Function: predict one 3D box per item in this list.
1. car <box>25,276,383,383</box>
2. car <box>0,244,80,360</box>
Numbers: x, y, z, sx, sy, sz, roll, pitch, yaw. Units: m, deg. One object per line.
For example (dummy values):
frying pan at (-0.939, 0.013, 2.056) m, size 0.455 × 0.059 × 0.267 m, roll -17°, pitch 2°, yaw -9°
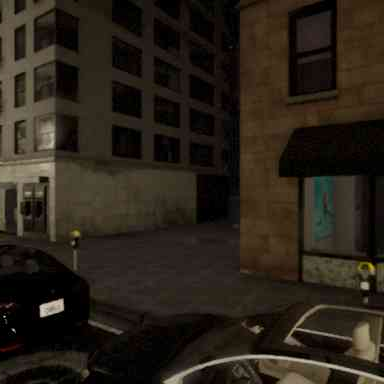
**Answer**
car at (0.961, 1.551, 2.394) m, size 4.403 × 1.369 × 2.008 m, roll 0°, pitch 0°, yaw 36°
car at (-3.536, 1.567, 5.605) m, size 4.313 × 1.339 × 1.947 m, roll 0°, pitch 0°, yaw 36°
